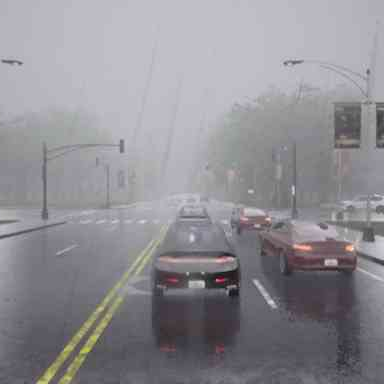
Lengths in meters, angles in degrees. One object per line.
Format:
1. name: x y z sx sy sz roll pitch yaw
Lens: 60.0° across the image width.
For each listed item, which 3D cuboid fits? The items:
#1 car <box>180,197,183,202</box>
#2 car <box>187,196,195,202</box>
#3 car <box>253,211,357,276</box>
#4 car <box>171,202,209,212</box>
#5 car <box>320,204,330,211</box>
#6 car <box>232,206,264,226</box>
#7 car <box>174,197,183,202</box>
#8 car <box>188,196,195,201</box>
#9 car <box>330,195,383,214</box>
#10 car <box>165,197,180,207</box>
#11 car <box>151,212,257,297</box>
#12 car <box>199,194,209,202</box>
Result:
1. car: -3.406 1.770 70.122 2.128 1.511 4.902 0 0 0
2. car: -0.183 1.844 82.596 1.882 1.535 5.008 0 -1 0
3. car: 3.323 1.527 10.274 1.812 1.442 4.674 0 0 0
4. car: 0.061 1.507 17.960 2.128 1.511 4.902 0 0 0
5. car: 18.316 1.766 40.923 4.718 1.301 1.895 0 0 -1
6. car: 3.318 1.544 19.082 1.812 1.442 4.674 0 0 1
7. car: -3.439 1.934 85.110 1.994 1.385 4.181 0 -1 0
8. car: -0.208 1.910 93.049 1.994 1.385 4.181 0 -1 0
9. car: 19.187 1.387 37.688 5.566 2.045 2.150 0 0 -1
10. car: -3.458 1.742 55.211 1.895 1.301 4.718 0 0 0
11. car: 0.081 1.491 8.553 2.128 1.511 4.902 0 0 0
12. car: 3.067 1.593 82.669 2.150 2.045 5.566 0 -1 0
